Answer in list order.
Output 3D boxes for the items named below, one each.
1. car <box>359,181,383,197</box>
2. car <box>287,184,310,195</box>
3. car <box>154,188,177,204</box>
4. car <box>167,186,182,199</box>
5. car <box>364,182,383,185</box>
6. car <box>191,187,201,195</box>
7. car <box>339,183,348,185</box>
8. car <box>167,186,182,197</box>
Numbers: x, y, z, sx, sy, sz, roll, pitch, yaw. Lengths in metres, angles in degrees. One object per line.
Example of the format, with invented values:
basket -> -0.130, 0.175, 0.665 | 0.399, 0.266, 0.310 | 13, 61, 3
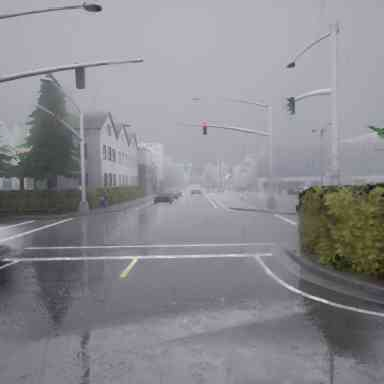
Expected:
car -> 22.910, -0.365, 41.346 | 1.932, 1.855, 4.605 | -1, 2, 0
car -> 16.080, -0.290, 51.435 | 2.007, 1.523, 4.514 | -1, 2, 0
car -> -3.110, 0.609, 37.079 | 1.895, 1.301, 4.718 | -1, 2, 1
car -> -2.968, 0.117, 46.047 | 2.097, 1.767, 4.553 | -1, 2, 1
car -> 19.541, -0.105, 33.517 | 1.905, 1.878, 3.866 | -1, 2, 0
car -> 0.782, -0.180, 60.713 | 1.812, 1.442, 4.674 | -1, 2, 1
car -> 26.231, -0.841, 58.690 | 2.152, 1.636, 5.027 | -1, 2, 0
car -> -2.851, -0.145, 55.778 | 2.097, 1.767, 4.553 | -1, 1, 1
